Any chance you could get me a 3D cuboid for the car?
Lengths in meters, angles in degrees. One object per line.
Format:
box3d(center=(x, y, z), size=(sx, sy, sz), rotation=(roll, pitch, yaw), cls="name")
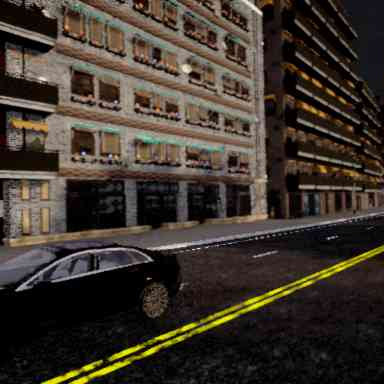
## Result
box3d(center=(-2.310, 1.689, 5.958), size=(2.128, 1.511, 4.902), rotation=(-2, -2, 44), cls="car")
